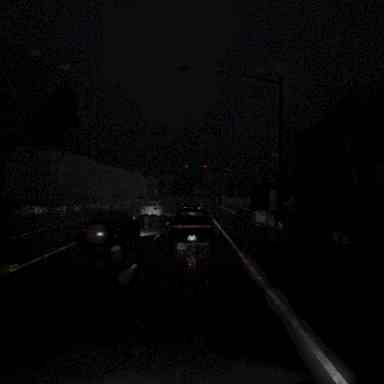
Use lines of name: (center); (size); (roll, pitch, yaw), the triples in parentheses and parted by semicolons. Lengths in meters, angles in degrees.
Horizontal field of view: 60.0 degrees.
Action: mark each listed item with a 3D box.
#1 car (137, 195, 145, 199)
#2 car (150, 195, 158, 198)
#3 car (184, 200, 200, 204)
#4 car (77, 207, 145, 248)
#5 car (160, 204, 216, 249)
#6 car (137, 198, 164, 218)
car: (-14.000, 1.486, 91.494); (1.837, 1.490, 4.892); (0, 0, 0)
car: (-10.500, 1.511, 91.494); (1.812, 1.442, 4.674); (0, 0, 0)
car: (0.000, 1.494, 29.650); (2.128, 1.511, 4.902); (0, 0, 0)
car: (-3.500, 1.571, 14.650); (1.994, 1.385, 4.181); (0, 0, 0)
car: (0.000, 1.494, 14.650); (2.128, 1.511, 4.902); (0, 0, 0)
car: (-3.500, 1.532, 29.650); (1.812, 1.442, 4.674); (0, 0, 0)
